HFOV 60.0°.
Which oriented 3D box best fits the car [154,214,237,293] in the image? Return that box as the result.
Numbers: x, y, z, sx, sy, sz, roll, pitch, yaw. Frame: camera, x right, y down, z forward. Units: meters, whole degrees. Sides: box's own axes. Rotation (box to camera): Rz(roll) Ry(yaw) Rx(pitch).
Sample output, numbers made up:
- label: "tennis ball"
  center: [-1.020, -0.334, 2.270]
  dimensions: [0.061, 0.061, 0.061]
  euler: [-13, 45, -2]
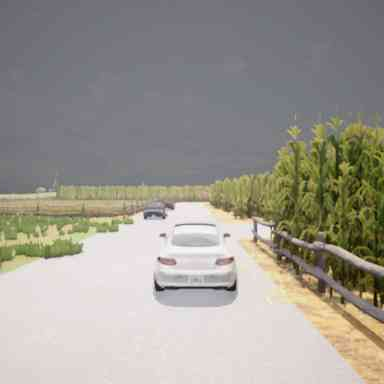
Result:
- label: "car"
  center: [0.083, 1.540, 8.808]
  dimensions: [1.812, 1.442, 4.674]
  euler: [0, 0, 0]

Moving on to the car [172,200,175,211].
- label: "car"
  center: [-3.178, 1.673, 42.801]
  dimensions: [1.895, 1.301, 4.718]
  euler: [0, 0, 0]

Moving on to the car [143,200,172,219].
- label: "car"
  center: [-3.157, 1.597, 29.644]
  dimensions: [2.033, 1.411, 5.357]
  euler: [0, 0, -1]
